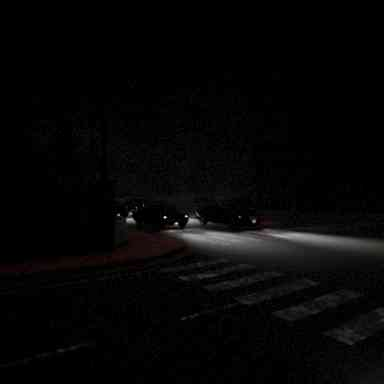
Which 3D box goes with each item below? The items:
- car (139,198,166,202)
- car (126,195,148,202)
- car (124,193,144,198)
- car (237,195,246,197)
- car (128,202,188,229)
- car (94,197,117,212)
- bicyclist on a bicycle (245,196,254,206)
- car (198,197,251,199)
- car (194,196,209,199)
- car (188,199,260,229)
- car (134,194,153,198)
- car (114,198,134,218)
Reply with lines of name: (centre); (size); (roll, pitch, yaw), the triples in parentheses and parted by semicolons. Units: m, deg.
car: (-2.629, 1.501, 28.696); (1.994, 1.385, 4.181); (0, 0, -30)
car: (-6.410, 1.441, 37.921); (1.837, 1.490, 4.892); (0, 0, -11)
car: (-9.471, 1.156, 54.567); (2.150, 2.045, 5.566); (0, 0, 15)
car: (10.188, 1.399, 65.100); (5.008, 1.535, 1.882); (0, 0, -35)
car: (-2.124, 1.540, 21.382); (1.895, 1.301, 4.718); (0, 0, -33)
car: (-10.169, 1.428, 39.264); (2.128, 1.511, 4.902); (0, 0, -8)
bicyclist on a bicycle: (6.201, 1.232, 36.592); (1.656, 1.620, 0.582); (0, 0, -25)
car: (2.895, 1.413, 26.543); (1.882, 1.535, 5.008); (0, 0, -34)
car: (2.402, 1.403, 62.742); (1.882, 1.535, 5.008); (0, 0, 40)
car: (2.182, 1.429, 21.192); (2.128, 1.511, 4.902); (0, 0, -35)
car: (-6.810, 1.425, 50.027); (2.128, 1.511, 4.902); (0, 0, 10)
car: (-7.142, 1.486, 29.622); (2.033, 1.411, 5.357); (0, 0, -26)
